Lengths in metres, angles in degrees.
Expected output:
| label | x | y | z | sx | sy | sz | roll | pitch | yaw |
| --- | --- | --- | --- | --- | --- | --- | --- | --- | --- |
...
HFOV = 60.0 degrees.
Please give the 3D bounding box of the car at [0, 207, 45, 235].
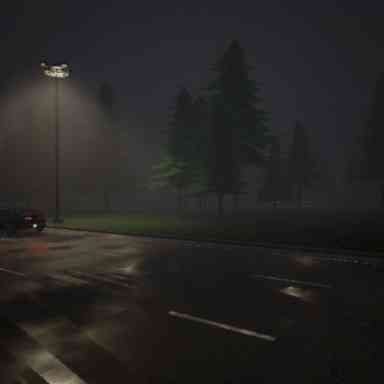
| label | x | y | z | sx | sy | sz | roll | pitch | yaw |
| --- | --- | --- | --- | --- | --- | --- | --- | --- | --- |
| car | -10.932 | 1.718 | 20.383 | 4.892 | 1.490 | 1.837 | -1 | -1 | 35 |
